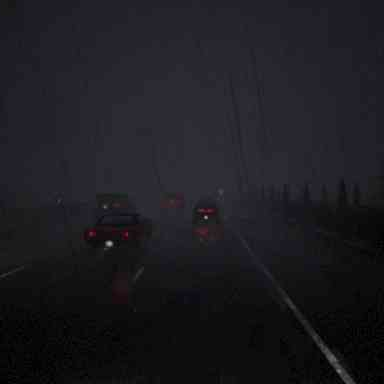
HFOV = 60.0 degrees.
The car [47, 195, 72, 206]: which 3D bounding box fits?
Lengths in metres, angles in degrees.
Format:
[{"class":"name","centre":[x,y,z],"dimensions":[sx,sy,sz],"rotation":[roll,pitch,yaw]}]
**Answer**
[{"class":"car","centre":[-19.165,1.178,48.192],"dimensions":[2.097,1.767,4.553],"rotation":[0,-1,3]}]

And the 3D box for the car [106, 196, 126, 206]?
[{"class":"car","centre":[-11.961,1.478,52.667],"dimensions":[1.837,1.490,4.892],"rotation":[0,-2,3]}]

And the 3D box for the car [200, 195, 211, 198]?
[{"class":"car","centre":[1.728,1.214,41.909],"dimensions":[2.097,1.767,4.553],"rotation":[0,0,2]}]

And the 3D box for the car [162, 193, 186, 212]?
[{"class":"car","centre":[-1.969,1.090,37.055],"dimensions":[2.150,2.045,5.566],"rotation":[0,0,2]}]

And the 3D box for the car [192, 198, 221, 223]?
[{"class":"car","centre":[1.033,1.423,24.544],"dimensions":[1.837,1.490,4.892],"rotation":[0,0,2]}]

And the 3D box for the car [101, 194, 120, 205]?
[{"class":"car","centre":[-15.092,1.410,61.773],"dimensions":[2.097,1.767,4.553],"rotation":[0,-4,2]}]

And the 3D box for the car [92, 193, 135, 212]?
[{"class":"car","centre":[-5.923,1.116,25.788],"dimensions":[2.150,2.045,5.566],"rotation":[0,0,2]}]

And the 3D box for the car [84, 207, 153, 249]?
[{"class":"car","centre":[-2.882,1.544,14.181],"dimensions":[1.895,1.301,4.718],"rotation":[0,0,2]}]
